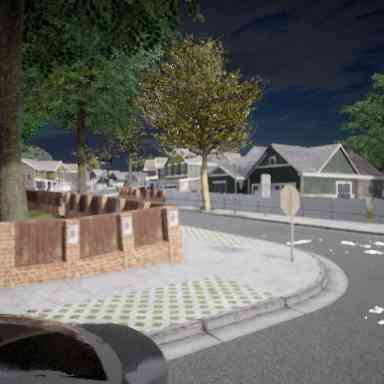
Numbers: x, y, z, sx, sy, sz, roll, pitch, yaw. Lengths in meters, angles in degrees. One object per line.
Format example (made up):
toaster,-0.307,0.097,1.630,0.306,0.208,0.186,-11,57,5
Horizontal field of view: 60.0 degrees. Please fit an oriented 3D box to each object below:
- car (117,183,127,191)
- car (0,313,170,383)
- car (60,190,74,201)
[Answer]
car,-19.458,-1.038,91.832,1.882,1.535,5.008,0,2,-1
car,-2.285,1.530,1.292,4.892,1.490,1.837,0,0,-36
car,-17.753,0.429,47.249,2.128,1.511,4.902,0,1,-31
